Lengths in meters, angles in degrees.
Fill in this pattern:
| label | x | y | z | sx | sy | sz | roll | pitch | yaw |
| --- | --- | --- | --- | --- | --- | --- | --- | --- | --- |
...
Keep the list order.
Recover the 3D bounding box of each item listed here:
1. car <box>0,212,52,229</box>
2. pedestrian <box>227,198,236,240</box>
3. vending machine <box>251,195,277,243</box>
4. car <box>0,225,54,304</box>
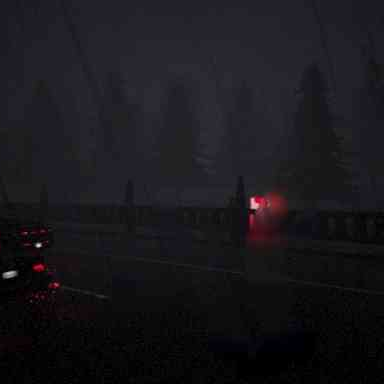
| label | x | y | z | sx | sy | sz | roll | pitch | yaw |
| --- | --- | --- | --- | --- | --- | --- | --- | --- | --- |
| car | -7.197 | 1.504 | 12.139 | 4.892 | 1.490 | 1.837 | 0 | 0 | 28 |
| pedestrian | 1.788 | 1.141 | 14.472 | 0.375 | 1.860 | 0.375 | 0 | 0 | 31 |
| vending machine | 3.308 | 1.195 | 15.253 | 0.880 | 2.100 | 1.100 | 0 | 0 | 32 |
| car | -5.476 | 1.547 | 7.280 | 5.357 | 1.411 | 2.033 | 0 | 0 | 30 |
